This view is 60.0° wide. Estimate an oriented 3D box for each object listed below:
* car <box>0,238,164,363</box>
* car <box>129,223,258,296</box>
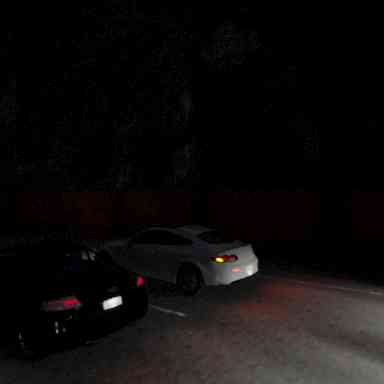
[{"bbox_3d":[-2.798,1.596,6.000,4.181,1.385,1.994,0,0,35],"label":"car"},{"bbox_3d":[-0.590,1.558,8.716,4.674,1.442,1.812,-1,0,36],"label":"car"}]
